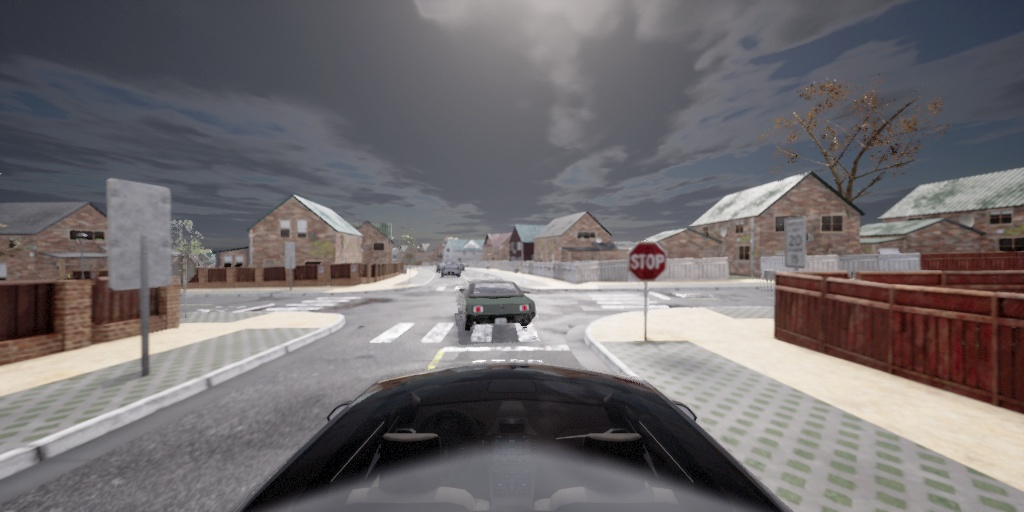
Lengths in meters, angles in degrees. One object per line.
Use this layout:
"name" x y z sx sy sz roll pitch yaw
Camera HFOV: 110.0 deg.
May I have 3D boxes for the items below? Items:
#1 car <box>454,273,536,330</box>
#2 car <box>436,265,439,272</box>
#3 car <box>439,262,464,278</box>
"car" -0.723 1.405 11.429 1.895 1.301 4.718 0 0 -12
"car" -10.788 1.790 56.303 1.812 1.442 4.674 0 -1 -16
"car" -6.560 1.614 38.404 1.994 1.385 4.181 0 -1 -11
